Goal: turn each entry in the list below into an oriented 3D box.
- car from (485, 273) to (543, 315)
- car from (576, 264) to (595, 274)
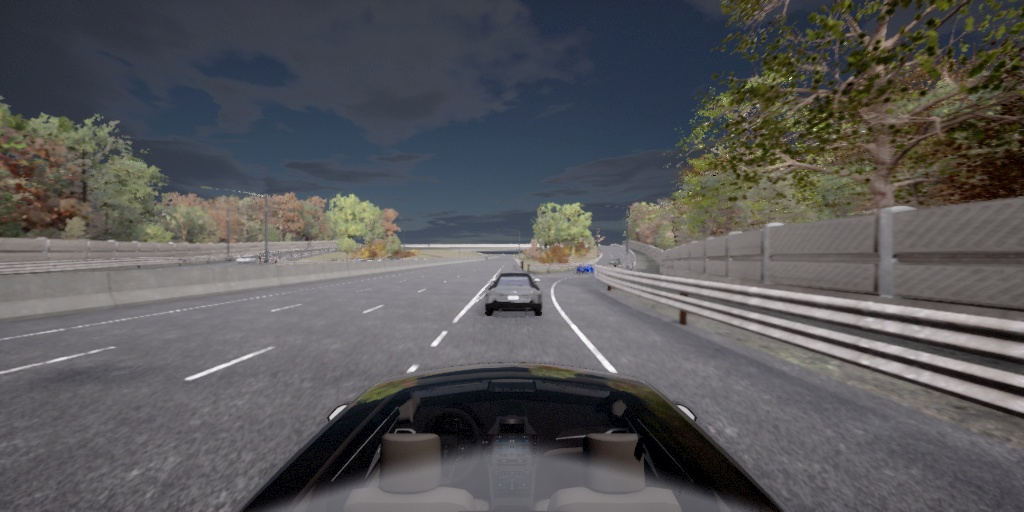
[{"bbox_3d":[0.121,1.324,13.645,1.994,1.385,4.181,0,0,2],"label":"car"},{"bbox_3d":[11.240,1.912,54.490,1.882,1.535,5.008,0,-1,26],"label":"car"}]
